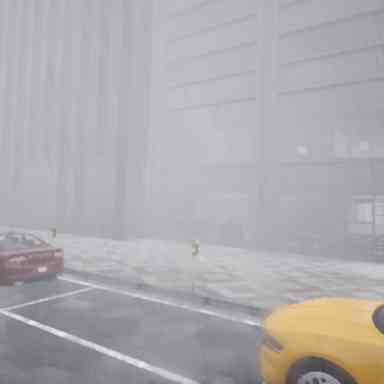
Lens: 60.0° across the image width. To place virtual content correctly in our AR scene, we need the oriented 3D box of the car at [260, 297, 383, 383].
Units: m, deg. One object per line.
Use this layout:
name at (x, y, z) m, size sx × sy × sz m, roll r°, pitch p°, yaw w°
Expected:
car at (3.156, 1.700, 3.193) m, size 5.008 × 1.535 × 1.882 m, roll 0°, pitch -2°, yaw 33°

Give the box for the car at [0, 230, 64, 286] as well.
car at (-5.494, 1.727, 9.290) m, size 4.507 × 1.381 × 1.887 m, roll 0°, pitch -2°, yaw 33°
